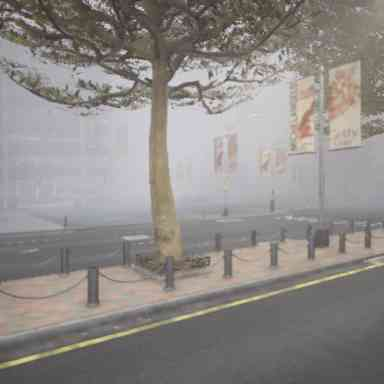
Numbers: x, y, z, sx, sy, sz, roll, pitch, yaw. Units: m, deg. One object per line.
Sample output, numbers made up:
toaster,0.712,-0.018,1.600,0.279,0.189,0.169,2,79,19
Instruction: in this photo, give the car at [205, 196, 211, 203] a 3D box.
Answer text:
car,1.536,1.248,62.835,1.882,1.535,5.008,0,0,-35

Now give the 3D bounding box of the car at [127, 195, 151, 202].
car,-11.470,1.389,70.735,4.718,1.301,1.895,0,0,34

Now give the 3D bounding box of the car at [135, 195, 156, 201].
car,-10.337,1.302,74.155,4.674,1.442,1.812,0,0,34

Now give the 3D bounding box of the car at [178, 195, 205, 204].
car,-0.523,1.337,59.692,2.033,1.411,5.357,0,0,-35
